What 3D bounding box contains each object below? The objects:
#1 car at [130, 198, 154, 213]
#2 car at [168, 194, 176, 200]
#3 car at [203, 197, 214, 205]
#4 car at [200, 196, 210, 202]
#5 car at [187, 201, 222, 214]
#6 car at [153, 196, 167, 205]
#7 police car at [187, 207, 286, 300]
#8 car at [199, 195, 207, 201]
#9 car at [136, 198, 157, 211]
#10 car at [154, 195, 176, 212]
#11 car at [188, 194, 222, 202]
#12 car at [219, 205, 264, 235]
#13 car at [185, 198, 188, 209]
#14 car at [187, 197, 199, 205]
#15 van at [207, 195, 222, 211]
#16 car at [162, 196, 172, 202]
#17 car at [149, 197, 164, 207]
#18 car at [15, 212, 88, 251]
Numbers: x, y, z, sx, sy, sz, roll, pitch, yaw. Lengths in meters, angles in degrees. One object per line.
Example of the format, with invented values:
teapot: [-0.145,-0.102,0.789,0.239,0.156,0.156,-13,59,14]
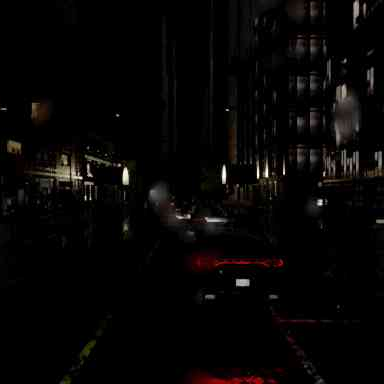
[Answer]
car: [-5.619,1.550,36.017,2.008,1.369,4.403,0,0,0]
car: [-5.503,1.472,91.258,1.967,1.590,4.097,0,0,0]
car: [2.808,1.535,58.269,1.752,1.417,4.829,0,0,0]
car: [2.843,1.570,74.672,2.008,1.369,4.403,0,0,0]
car: [0.816,1.502,18.452,1.837,1.490,4.892,0,0,0]
car: [-5.572,1.450,58.113,1.967,1.590,4.097,0,0,0]
police car: [0.918,1.424,8.562,1.930,1.638,5.238,0,0,0]
car: [2.866,1.553,85.890,1.752,1.417,4.829,0,0,0]
car: [-5.607,1.546,41.541,1.887,1.381,4.507,0,0,0]
car: [-2.922,1.352,37.703,2.097,1.767,4.553,0,0,0]
car: [0.951,1.222,24.481,2.150,2.045,5.566,0,0,0]
car: [2.727,1.548,19.430,2.008,1.369,4.403,0,0,0]
car: [0.112,1.508,45.710,1.837,1.490,4.892,0,0,0]
car: [0.123,1.574,58.899,1.994,1.385,4.181,0,0,0]
van: [2.771,1.342,41.527,1.690,1.788,3.998,0,0,0]
car: [-5.537,1.601,74.686,1.802,1.307,4.206,0,0,0]
car: [-5.583,1.573,52.589,1.947,1.339,4.313,0,0,0]
car: [-5.665,1.548,13.921,2.008,1.369,4.403,0,0,0]
